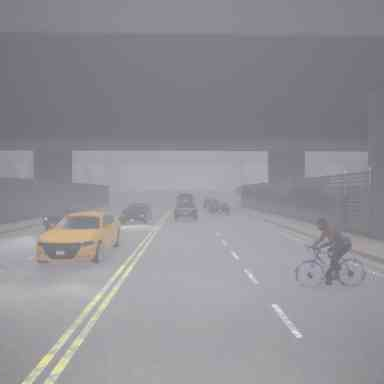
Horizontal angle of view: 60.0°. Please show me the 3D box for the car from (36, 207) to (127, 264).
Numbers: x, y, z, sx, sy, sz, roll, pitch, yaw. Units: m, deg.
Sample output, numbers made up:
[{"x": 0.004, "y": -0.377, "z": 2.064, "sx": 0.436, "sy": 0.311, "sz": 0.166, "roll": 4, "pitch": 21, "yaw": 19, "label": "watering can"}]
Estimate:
[{"x": -3.844, "y": 1.476, "z": 12.064, "sx": 1.882, "sy": 1.535, "sz": 5.008, "roll": 0, "pitch": 0, "yaw": -1, "label": "car"}]

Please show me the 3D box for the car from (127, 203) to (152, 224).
[{"x": -4.132, "y": 1.545, "z": 25.264, "sx": 2.033, "sy": 1.411, "sz": 5.357, "roll": 0, "pitch": 0, "yaw": -1, "label": "car"}]

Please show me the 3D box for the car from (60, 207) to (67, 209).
[{"x": -7.486, "y": 1.599, "z": 20.784, "sx": 1.895, "sy": 1.301, "sz": 4.718, "roll": 0, "pitch": 0, "yaw": -1, "label": "car"}]

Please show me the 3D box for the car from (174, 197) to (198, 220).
[{"x": -0.517, "y": 1.489, "z": 28.121, "sx": 2.128, "sy": 1.511, "sz": 4.902, "roll": 0, "pitch": 0, "yaw": -1, "label": "car"}]

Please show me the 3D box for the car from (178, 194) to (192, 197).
[{"x": -0.850, "y": 1.217, "z": 42.303, "sx": 2.150, "sy": 2.045, "sz": 5.566, "roll": 0, "pitch": 0, "yaw": -1, "label": "car"}]

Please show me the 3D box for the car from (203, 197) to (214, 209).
[{"x": 2.561, "y": 1.472, "z": 46.455, "sx": 1.882, "sy": 1.535, "sz": 5.008, "roll": 0, "pitch": 0, "yaw": -1, "label": "car"}]

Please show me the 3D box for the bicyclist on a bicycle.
[{"x": 3.212, "y": 1.447, "z": 7.752, "sx": 1.656, "sy": 1.620, "sz": 0.582, "roll": -2, "pitch": 0, "yaw": -1, "label": "bicyclist on a bicycle"}]

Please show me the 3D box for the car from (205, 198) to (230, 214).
[{"x": 2.814, "y": 1.597, "z": 35.644, "sx": 1.895, "sy": 1.301, "sz": 4.718, "roll": 0, "pitch": 0, "yaw": -1, "label": "car"}]
